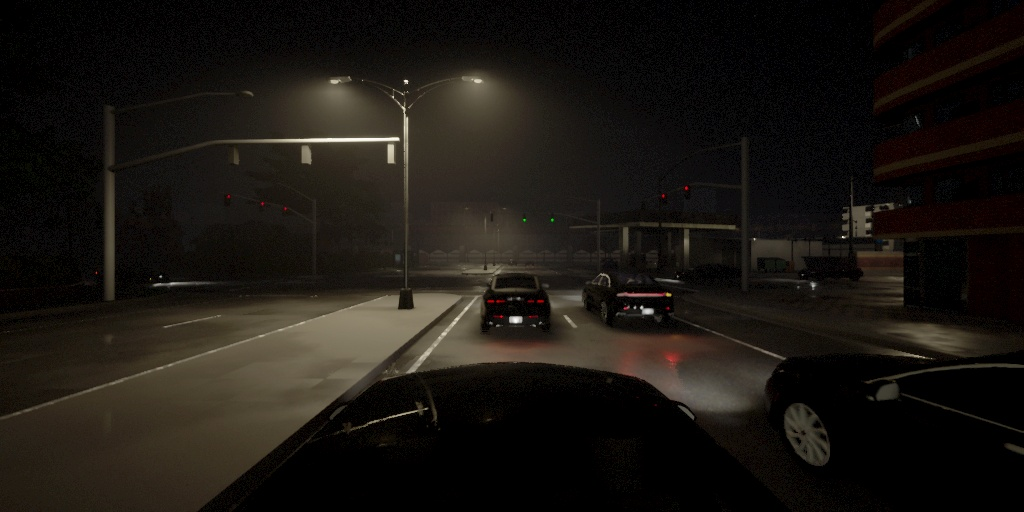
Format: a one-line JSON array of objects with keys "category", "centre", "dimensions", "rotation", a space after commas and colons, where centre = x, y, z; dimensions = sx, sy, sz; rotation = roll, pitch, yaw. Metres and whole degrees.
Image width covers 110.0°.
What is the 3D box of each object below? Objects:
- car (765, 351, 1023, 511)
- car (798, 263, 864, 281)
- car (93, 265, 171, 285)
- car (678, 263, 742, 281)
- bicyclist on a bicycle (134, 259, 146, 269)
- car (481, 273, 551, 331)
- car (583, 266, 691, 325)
[{"category": "car", "centre": [3.602, 1.255, 1.828], "dimensions": [1.837, 1.490, 4.892], "rotation": [0, 0, 0]}, {"category": "car", "centre": [26.574, 1.304, 29.936], "dimensions": [4.674, 1.442, 1.812], "rotation": [0, 0, -1]}, {"category": "car", "centre": [-27.751, 1.337, 26.278], "dimensions": [4.181, 1.385, 1.994], "rotation": [0, 0, 0]}, {"category": "car", "centre": [16.416, 1.325, 29.796], "dimensions": [5.357, 1.411, 2.033], "rotation": [0, 0, -1]}, {"category": "bicyclist on a bicycle", "centre": [-38.213, 1.086, 36.702], "dimensions": [0.582, 1.620, 1.656], "rotation": [0, 0, 0]}, {"category": "car", "centre": [0.104, 1.266, 11.037], "dimensions": [1.837, 1.490, 4.892], "rotation": [0, 0, 0]}, {"category": "car", "centre": [3.614, 1.253, 11.914], "dimensions": [2.128, 1.511, 4.902], "rotation": [0, 0, 0]}]
